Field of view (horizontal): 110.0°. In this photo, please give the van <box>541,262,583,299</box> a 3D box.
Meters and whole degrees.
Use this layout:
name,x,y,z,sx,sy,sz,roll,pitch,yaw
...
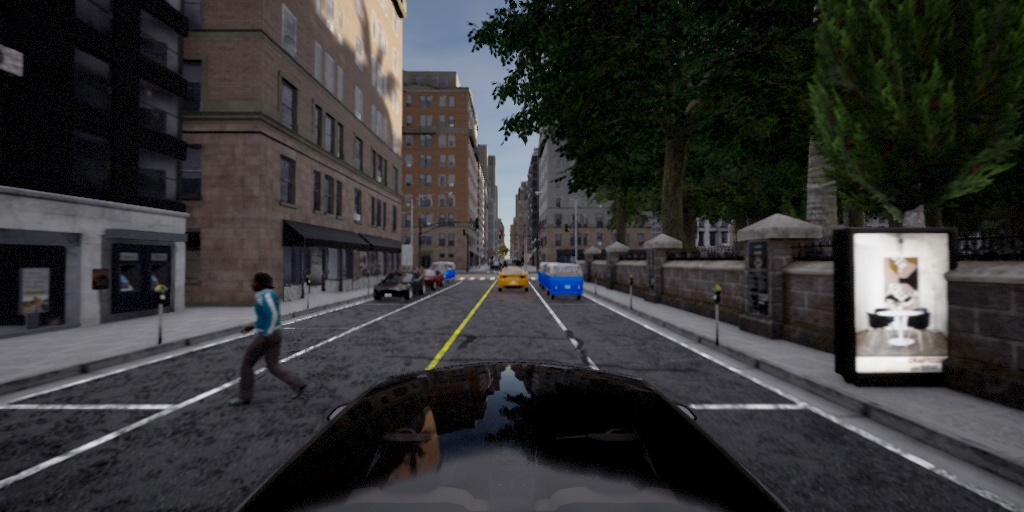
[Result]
name,x,y,z,sx,sy,sz,roll,pitch,yaw
van,2.677,1.282,19.125,1.690,1.789,3.998,0,0,0

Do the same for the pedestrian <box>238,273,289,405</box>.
name,x,y,z,sx,sy,sz,roll,pitch,yaw
pedestrian,-3.397,1.078,4.924,0.375,1.860,0.375,0,-1,-10

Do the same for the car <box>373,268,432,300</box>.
name,x,y,z,sx,sy,sz,roll,pitch,yaw
car,-5.848,1.506,19.118,1.948,1.339,4.313,0,0,0

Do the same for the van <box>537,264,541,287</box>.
name,x,y,z,sx,sy,sz,roll,pitch,yaw
van,2.680,1.341,24.782,1.690,1.789,3.998,0,0,0

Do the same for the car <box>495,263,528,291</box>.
name,x,y,z,sx,sy,sz,roll,pitch,yaw
car,0.079,1.470,23.967,1.882,1.535,5.008,0,-1,0

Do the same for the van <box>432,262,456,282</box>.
name,x,y,z,sx,sy,sz,roll,pitch,yaw
van,-5.842,1.400,30.438,1.690,1.789,3.998,0,0,0

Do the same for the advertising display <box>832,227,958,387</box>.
name,x,y,z,sx,sy,sz,roll,pitch,yaw
advertising display,5.636,0.816,5.264,1.540,2.440,0.280,0,0,0

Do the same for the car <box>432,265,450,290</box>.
name,x,y,z,sx,sy,sz,roll,pitch,yaw
car,-5.845,1.545,24.777,1.888,1.381,4.507,0,0,0

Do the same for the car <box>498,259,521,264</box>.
name,x,y,z,sx,sy,sz,roll,pitch,yaw
car,-0.006,1.321,34.446,2.150,2.045,5.566,0,-1,-1
